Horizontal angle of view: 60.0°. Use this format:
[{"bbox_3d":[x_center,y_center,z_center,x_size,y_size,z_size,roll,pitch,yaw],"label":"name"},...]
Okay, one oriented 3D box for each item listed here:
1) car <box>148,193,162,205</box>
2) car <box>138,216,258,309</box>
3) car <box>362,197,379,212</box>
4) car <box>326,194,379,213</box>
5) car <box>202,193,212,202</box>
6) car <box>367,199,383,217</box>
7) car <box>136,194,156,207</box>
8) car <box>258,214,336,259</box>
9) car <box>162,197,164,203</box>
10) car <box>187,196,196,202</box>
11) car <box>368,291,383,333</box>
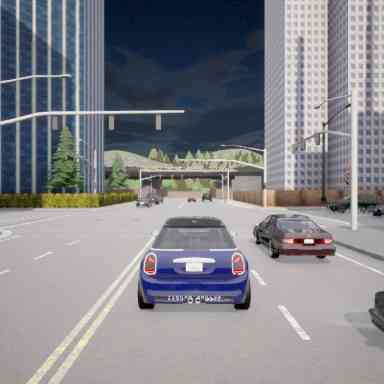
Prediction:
[{"bbox_3d":[-7.110,1.221,59.648,2.150,2.045,5.566,0,0,0],"label":"car"},{"bbox_3d":[0.054,1.352,8.012,2.097,1.767,4.553,0,0,0],"label":"car"},{"bbox_3d":[19.999,1.526,33.089,4.674,1.442,1.812,0,0,0],"label":"car"},{"bbox_3d":[17.820,1.221,36.622,5.566,2.045,2.150,0,0,0],"label":"car"},{"bbox_3d":[3.450,1.202,77.733,2.150,2.045,5.566,0,0,0],"label":"car"},{"bbox_3d":[18.293,1.564,29.412,4.181,1.385,1.994,0,0,0],"label":"car"},{"bbox_3d":[-7.127,1.491,49.781,2.128,1.511,4.902,0,0,0],"label":"car"},{"bbox_3d":[3.602,1.547,12.641,2.033,1.411,5.357,0,0,1],"label":"car"},{"bbox_3d":[-7.045,1.552,69.514,1.994,1.385,4.181,0,0,0],"label":"car"},{"bbox_3d":[-0.030,1.596,72.250,1.895,1.301,4.718,0,0,0],"label":"car"},{"bbox_3d":[3.599,1.547,2.573,2.033,1.411,5.357,0,0,0],"label":"car"}]
